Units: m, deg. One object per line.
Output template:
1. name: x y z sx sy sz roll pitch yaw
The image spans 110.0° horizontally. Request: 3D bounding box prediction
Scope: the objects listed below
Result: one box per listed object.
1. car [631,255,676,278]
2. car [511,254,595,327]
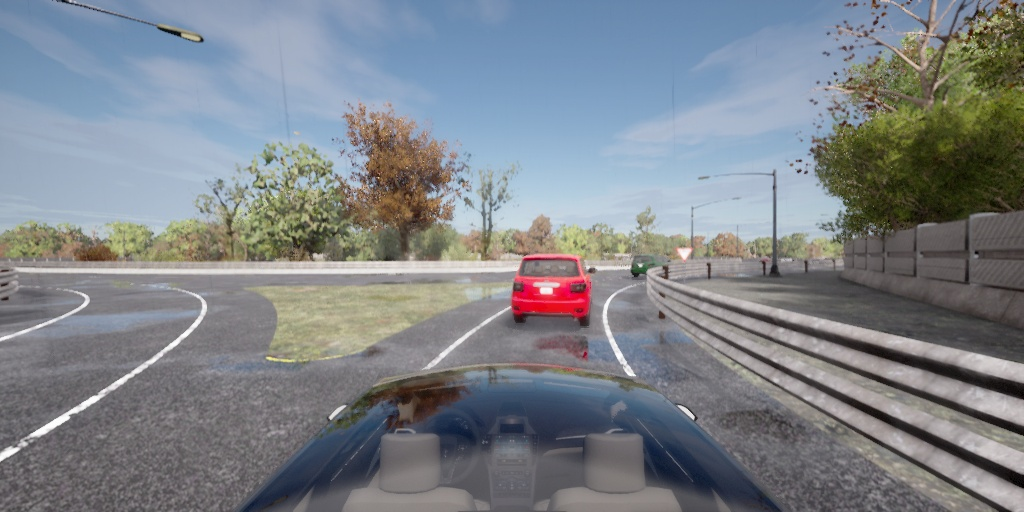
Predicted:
1. car: 12.599 0.914 31.878 2.150 2.045 5.566 -1 0 44
2. car: 1.500 0.955 11.739 2.150 2.045 5.566 0 1 13
